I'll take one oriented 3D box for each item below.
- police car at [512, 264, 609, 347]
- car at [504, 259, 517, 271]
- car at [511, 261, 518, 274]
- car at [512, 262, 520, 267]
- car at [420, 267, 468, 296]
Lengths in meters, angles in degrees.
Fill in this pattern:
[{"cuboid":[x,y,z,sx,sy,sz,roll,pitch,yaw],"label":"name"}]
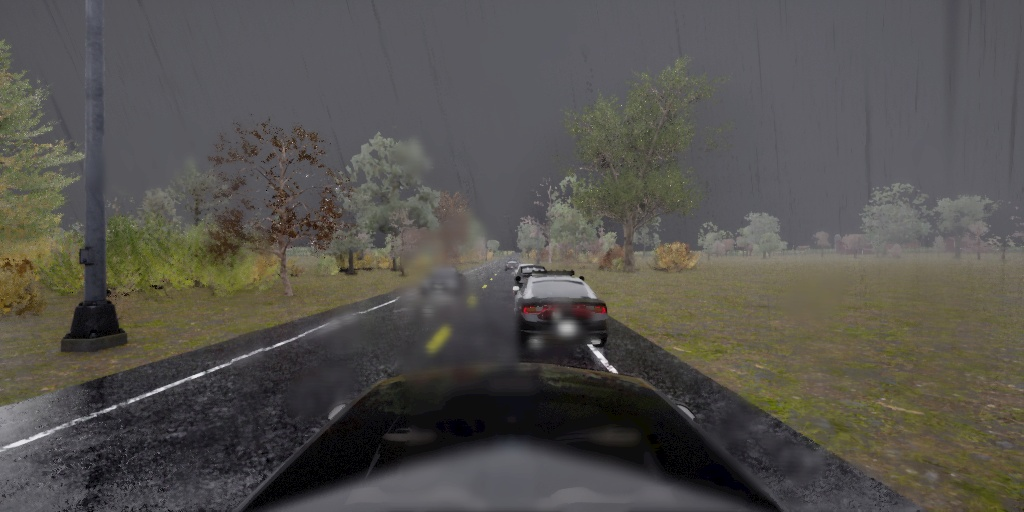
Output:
[{"cuboid":[1.053,1.173,9.415,1.930,1.638,5.238,0,0,0],"label":"police car"},{"cuboid":[0.051,1.238,47.420,1.812,1.442,4.674,0,0,1],"label":"car"},{"cuboid":[1.058,1.265,25.307,1.812,1.442,4.674,0,0,0],"label":"car"},{"cuboid":[1.056,1.248,19.306,1.837,1.490,4.892,0,0,0],"label":"car"},{"cuboid":[-3.494,1.307,19.075,1.994,1.385,4.181,0,0,0],"label":"car"}]
